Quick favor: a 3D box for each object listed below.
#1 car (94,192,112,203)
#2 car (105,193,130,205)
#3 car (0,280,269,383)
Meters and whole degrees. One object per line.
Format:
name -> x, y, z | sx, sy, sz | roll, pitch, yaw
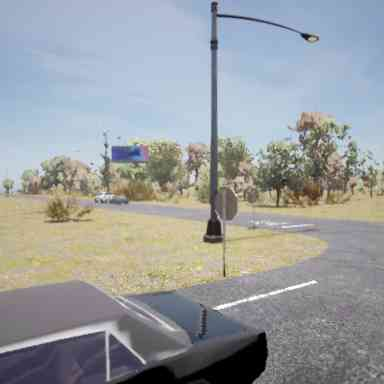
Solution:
car -> -16.125, 0.997, 61.121 | 2.150, 2.045, 5.566 | 0, 0, -34
car -> -12.104, 1.337, 55.191 | 2.033, 1.411, 5.357 | 0, 0, -33
car -> -1.631, 1.600, 2.725 | 4.718, 1.301, 1.895 | 0, 0, -36
